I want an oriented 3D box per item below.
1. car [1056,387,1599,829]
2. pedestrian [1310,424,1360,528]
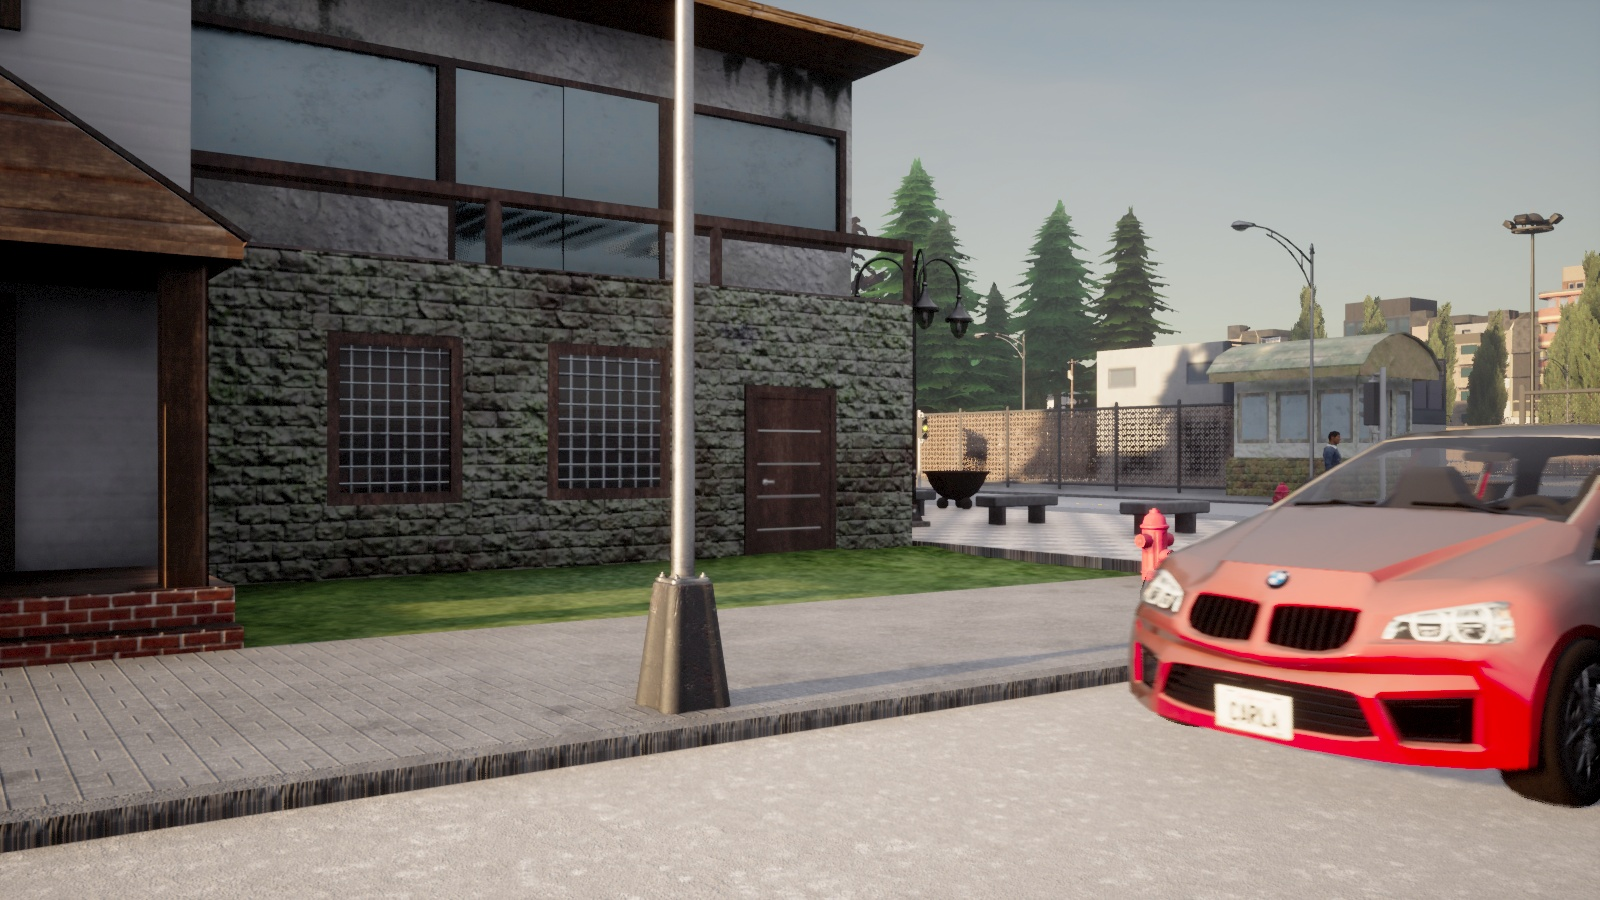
[{"bbox_3d":[3.876,0.598,6.964,4.611,1.667,2.242,0,0,-35],"label":"car"},{"bbox_3d":[10.221,0.487,24.008,0.788,1.949,0.423,0,0,39],"label":"pedestrian"}]
